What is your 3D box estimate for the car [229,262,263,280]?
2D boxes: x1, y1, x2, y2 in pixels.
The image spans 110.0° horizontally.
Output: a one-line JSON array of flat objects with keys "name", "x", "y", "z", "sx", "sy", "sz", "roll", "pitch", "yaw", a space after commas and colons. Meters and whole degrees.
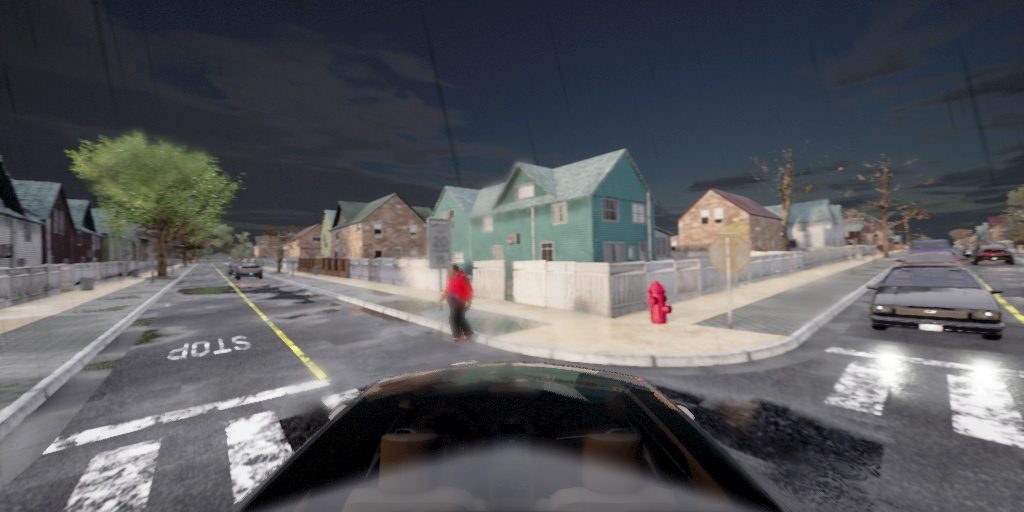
[{"name": "car", "x": -23.887, "y": 1.325, "z": 32.469, "sx": 2.128, "sy": 1.511, "sz": 4.902, "roll": -1, "pitch": 1, "yaw": -41}]

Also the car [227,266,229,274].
[{"name": "car", "x": -32.228, "y": 1.423, "z": 42.238, "sx": 2.033, "sy": 1.411, "sz": 5.357, "roll": -1, "pitch": 1, "yaw": -42}]

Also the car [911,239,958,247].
[{"name": "car", "x": 29.295, "y": -0.141, "z": 25.094, "sx": 5.566, "sy": 2.045, "sz": 2.150, "roll": -2, "pitch": 0, "yaw": -40}]

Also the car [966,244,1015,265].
[{"name": "car", "x": 36.103, "y": -0.124, "z": 27.059, "sx": 4.892, "sy": 1.490, "sz": 1.837, "roll": -2, "pitch": 0, "yaw": -41}]

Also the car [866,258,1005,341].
[{"name": "car", "x": 10.265, "y": 0.941, "z": 8.831, "sx": 5.357, "sy": 1.411, "sz": 2.033, "roll": -2, "pitch": 0, "yaw": -41}]

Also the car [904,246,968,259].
[{"name": "car", "x": 19.530, "y": 0.495, "z": 16.762, "sx": 5.008, "sy": 1.535, "sz": 1.882, "roll": -3, "pitch": 0, "yaw": -40}]

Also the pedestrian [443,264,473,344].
[{"name": "pedestrian", "x": -1.200, "y": 1.006, "z": 7.952, "sx": 0.375, "sy": 1.860, "sz": 0.375, "roll": 0, "pitch": -2, "yaw": -41}]
